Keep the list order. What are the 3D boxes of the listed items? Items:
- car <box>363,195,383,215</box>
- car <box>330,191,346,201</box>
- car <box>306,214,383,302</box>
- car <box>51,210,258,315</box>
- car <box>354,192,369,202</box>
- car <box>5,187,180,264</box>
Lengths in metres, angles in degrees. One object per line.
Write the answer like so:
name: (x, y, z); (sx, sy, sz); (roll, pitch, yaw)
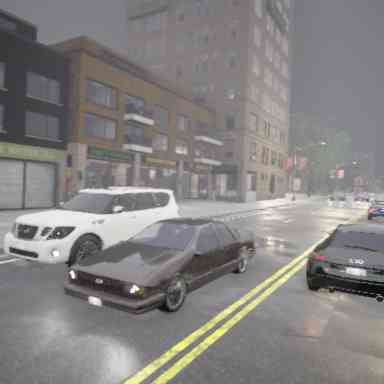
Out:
car: (13.736, 1.225, 23.816); (2.033, 1.411, 5.357); (2, 2, 31)
car: (22.460, 0.654, 50.884); (1.812, 1.442, 4.674); (3, 2, 31)
car: (4.120, 1.445, 7.962); (1.994, 1.385, 4.181); (2, 2, 31)
car: (-0.156, 1.326, 7.559); (2.033, 1.411, 5.357); (2, 2, 31)
car: (24.882, 0.764, 48.636); (1.812, 1.442, 4.674); (2, 2, 31)
car: (-2.466, 0.873, 9.989); (2.150, 2.045, 5.566); (2, 2, 31)
